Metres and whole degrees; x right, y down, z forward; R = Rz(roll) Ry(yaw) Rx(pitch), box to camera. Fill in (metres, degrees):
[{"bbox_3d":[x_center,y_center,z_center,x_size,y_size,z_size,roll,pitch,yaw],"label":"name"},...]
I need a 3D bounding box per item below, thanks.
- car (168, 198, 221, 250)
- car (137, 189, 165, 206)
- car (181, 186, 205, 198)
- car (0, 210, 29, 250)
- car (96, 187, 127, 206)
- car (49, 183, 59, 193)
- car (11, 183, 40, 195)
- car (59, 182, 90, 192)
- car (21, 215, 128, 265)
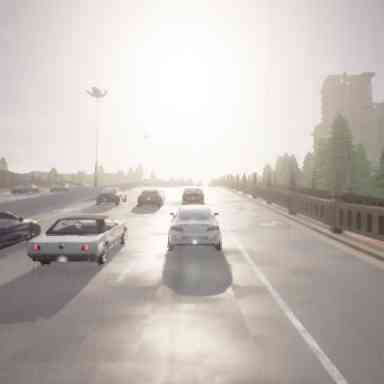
[{"bbox_3d":[0.083,1.231,12.866,1.812,1.442,4.674,0,3,0],"label":"car"},{"bbox_3d":[-3.404,0.394,28.203,1.994,1.385,4.181,0,3,0],"label":"car"},{"bbox_3d":[0.096,0.246,29.255,1.882,1.535,5.008,0,3,0],"label":"car"},{"bbox_3d":[-6.902,1.305,11.200,1.812,1.442,4.674,0,2,0],"label":"car"},{"bbox_3d":[-6.904,0.329,28.660,1.812,1.442,4.674,0,3,0],"label":"car"},{"bbox_3d":[-17.583,-0.574,44.831,1.994,1.385,4.181,0,3,0],"label":"car"},{"bbox_3d":[-21.091,-0.417,42.131,1.994,1.385,4.181,0,3,0],"label":"car"},{"bbox_3d":[-14.094,-0.436,41.206,2.128,1.511,4.902,0,3,0],"label":"car"},{"bbox_3d":[-3.401,1.391,10.942,1.895,1.301,4.718,0,2,0],"label":"car"}]
